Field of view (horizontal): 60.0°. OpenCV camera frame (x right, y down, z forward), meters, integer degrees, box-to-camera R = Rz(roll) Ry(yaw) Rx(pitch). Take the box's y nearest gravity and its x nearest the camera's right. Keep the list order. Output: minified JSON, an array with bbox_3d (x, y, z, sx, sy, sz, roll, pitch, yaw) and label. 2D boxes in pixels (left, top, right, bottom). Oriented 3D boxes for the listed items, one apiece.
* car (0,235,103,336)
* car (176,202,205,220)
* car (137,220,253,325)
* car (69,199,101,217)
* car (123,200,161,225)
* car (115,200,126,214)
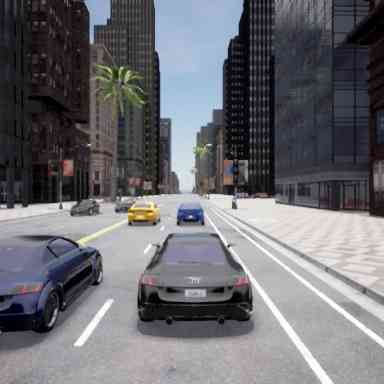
[{"bbox_3d":[-3.210,1.561,6.778,1.994,1.385,4.181,0,0,0],"label":"car"},{"bbox_3d":[-0.110,1.468,24.034,1.882,1.535,5.008,0,0,-1],"label":"car"},{"bbox_3d":[0.036,1.561,7.230,1.994,1.385,4.181,0,0,0],"label":"car"},{"bbox_3d":[-10.129,1.493,31.784,1.837,1.490,4.892,0,0,0],"label":"car"},{"bbox_3d":[-3.362,1.468,24.008,1.882,1.535,5.008,0,0,0],"label":"car"},{"bbox_3d":[-6.910,1.551,35.560,1.994,1.385,4.181,0,0,0],"label":"car"}]
